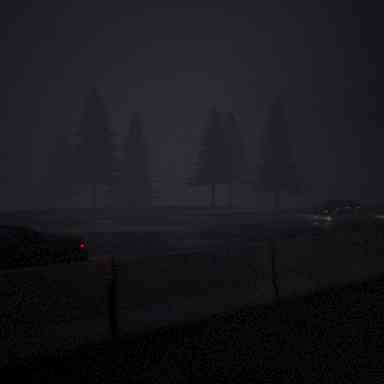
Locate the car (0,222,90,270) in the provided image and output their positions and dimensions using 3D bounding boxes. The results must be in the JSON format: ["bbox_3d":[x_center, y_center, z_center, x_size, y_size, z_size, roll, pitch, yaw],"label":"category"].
[{"bbox_3d":[-5.500,1.525,8.598,5.357,1.411,2.033,0,0,-35],"label":"car"}]

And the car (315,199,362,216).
[{"bbox_3d":[13.955,1.440,31.715,4.892,1.490,1.837,0,0,-24],"label":"car"}]
